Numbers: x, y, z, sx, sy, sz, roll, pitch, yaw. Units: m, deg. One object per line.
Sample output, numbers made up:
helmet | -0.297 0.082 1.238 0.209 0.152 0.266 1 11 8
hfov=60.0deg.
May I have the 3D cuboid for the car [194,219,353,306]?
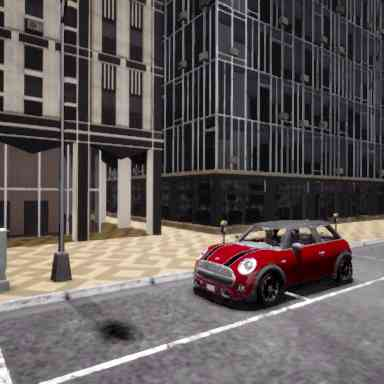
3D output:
car | 2.008 1.438 7.985 4.097 1.590 1.967 0 0 -36
